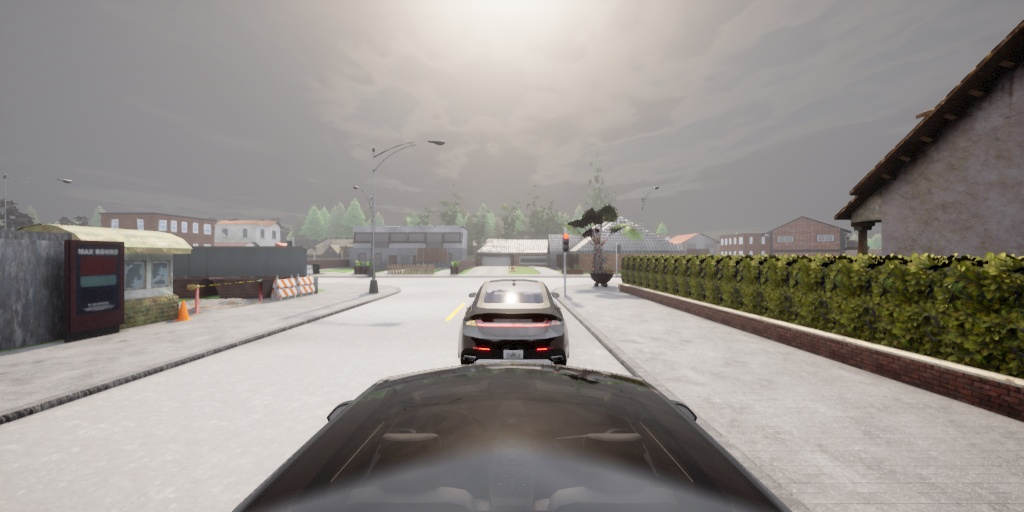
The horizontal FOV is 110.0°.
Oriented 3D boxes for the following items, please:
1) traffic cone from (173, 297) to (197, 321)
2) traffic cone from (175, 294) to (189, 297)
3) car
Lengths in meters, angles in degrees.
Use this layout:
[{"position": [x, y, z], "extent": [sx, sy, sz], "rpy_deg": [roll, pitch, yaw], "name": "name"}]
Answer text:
[{"position": [-9.672, 1.597, 10.550], "extent": [0.344, 0.586, 0.344], "rpy_deg": [0, 0, 0], "name": "traffic cone"}, {"position": [-10.392, 1.568, 11.070], "extent": [0.344, 0.586, 0.344], "rpy_deg": [0, 0, 0], "name": "traffic cone"}, {"position": [0.042, 1.241, 7.724], "extent": [2.128, 1.511, 4.902], "rpy_deg": [0, 0, 1], "name": "car"}]
